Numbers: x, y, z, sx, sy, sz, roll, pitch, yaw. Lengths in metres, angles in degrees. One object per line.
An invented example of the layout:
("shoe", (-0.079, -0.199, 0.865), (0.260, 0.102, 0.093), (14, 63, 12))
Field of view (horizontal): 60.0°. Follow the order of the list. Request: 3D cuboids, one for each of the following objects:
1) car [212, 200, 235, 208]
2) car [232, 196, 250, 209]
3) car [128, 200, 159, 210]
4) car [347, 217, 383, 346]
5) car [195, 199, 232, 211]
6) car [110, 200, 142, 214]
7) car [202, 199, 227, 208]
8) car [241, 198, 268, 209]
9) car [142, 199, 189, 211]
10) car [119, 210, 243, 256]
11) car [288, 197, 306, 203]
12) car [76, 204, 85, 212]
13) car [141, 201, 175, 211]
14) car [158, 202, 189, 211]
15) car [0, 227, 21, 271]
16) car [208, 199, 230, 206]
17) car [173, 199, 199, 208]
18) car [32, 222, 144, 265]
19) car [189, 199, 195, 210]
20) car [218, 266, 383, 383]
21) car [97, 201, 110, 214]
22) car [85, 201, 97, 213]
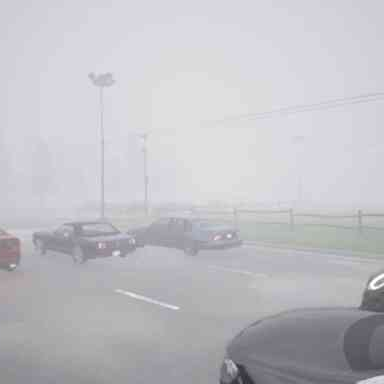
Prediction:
("car", (5.706, 2.103, 59.912), (1.812, 1.442, 4.674), (-1, -1, 42))
("car", (8.245, 1.756, 57.520), (2.150, 2.045, 5.566), (-1, -1, 42))
("car", (-7.981, 2.109, 55.219), (1.882, 1.535, 5.008), (-1, -1, 42))
("car", (4.860, 1.362, 4.527), (4.553, 1.767, 2.097), (-1, -1, 41))
("car", (2.996, 1.811, 46.499), (2.097, 1.767, 4.553), (-1, -1, 42))
("car", (-7.121, 1.824, 40.444), (2.097, 1.767, 4.553), (-1, -1, 41))
("car", (4.359, 2.103, 63.606), (1.882, 1.535, 5.008), (-1, -1, 43))
("car", (10.632, 2.089, 54.939), (1.895, 1.301, 4.718), (-1, -1, 42))
("car", (-3.134, 1.926, 39.690), (2.128, 1.511, 4.902), (-1, -1, 42))
("car", (-0.507, 1.695, 13.887), (5.357, 1.411, 2.033), (-1, -1, 42))
("car", (20.937, 1.724, 66.219), (1.882, 1.535, 5.008), (-1, -1, 42))
("car", (-14.324, 2.110, 48.152), (1.837, 1.490, 4.892), (-1, -1, 42))
("car", (-5.338, 2.135, 52.928), (2.033, 1.411, 5.357), (-1, -1, 42))
("car", (-2.786, 2.145, 50.530), (1.895, 1.301, 4.718), (-1, -1, 42))
("car", (-7.171, 1.639, 10.414), (5.008, 1.535, 1.882), (-1, -1, 41))
("car", (5.673, 2.209, 70.198), (2.128, 1.511, 4.902), (-1, -1, 42))
("car", (-1.152, 2.149, 62.735), (2.128, 1.511, 4.902), (-1, -1, 42))
("car", (-4.150, 1.761, 12.448), (4.718, 1.301, 1.895), (-1, -1, 42))
("car", (-1.159, 2.022, 47.112), (1.812, 1.442, 4.674), (-1, -1, 42))
("car", (2.374, 1.496, 2.052), (4.902, 1.511, 2.128), (-1, -1, 41))
("car", (-9.194, 2.065, 43.398), (2.033, 1.411, 5.357), (-1, -1, 41))
("car", (-11.783, 2.162, 45.744), (1.895, 1.301, 4.718), (-1, -1, 41))
